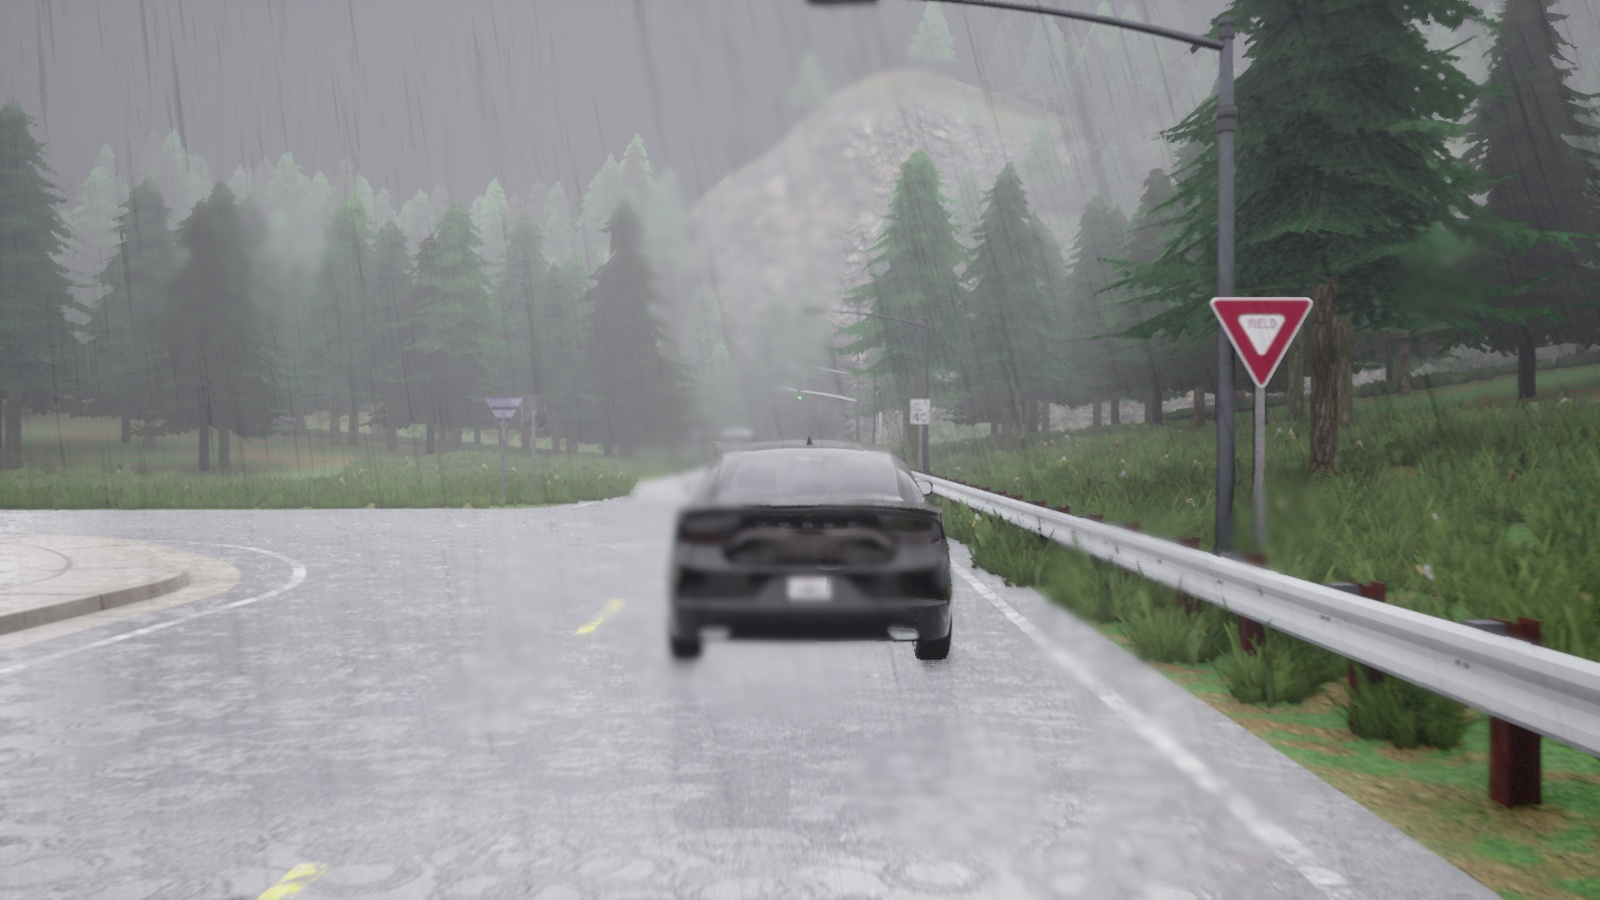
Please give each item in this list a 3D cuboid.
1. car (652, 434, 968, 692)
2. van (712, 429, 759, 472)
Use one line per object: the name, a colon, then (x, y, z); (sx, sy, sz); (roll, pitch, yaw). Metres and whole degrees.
car: (0.072, 0.651, 9.993); (1.882, 1.535, 5.008); (0, 1, 0)
van: (-3.132, 0.013, 62.165); (2.069, 2.038, 4.480); (0, 0, 0)
